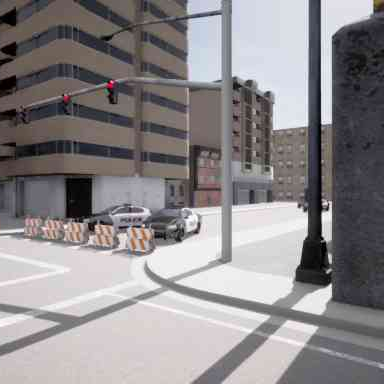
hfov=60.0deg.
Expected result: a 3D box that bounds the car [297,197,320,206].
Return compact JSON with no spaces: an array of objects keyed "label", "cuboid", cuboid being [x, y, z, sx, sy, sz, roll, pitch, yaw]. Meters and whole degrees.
[{"label":"car","cuboid":[16.564,1.295,47.289,1.853,1.218,4.536,0,0,36]}]

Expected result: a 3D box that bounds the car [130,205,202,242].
[{"label":"car","cuboid":[-0.949,1.453,16.553,2.038,1.542,4.974,0,0,16]}]

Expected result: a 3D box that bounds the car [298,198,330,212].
[{"label":"car","cuboid":[14.326,1.453,38.329,2.038,1.542,4.974,0,0,36]}]

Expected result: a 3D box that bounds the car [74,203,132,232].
[{"label":"car","cuboid":[-4.142,1.453,19.238,4.974,1.542,2.038,0,0,-29]}]

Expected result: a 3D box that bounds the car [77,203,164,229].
[{"label":"car","cuboid":[-4.097,1.295,19.264,4.536,1.218,1.853,0,0,-29]}]

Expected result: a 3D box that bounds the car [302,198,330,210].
[{"label":"car","cuboid":[14.356,1.295,38.371,1.853,1.218,4.536,0,0,36]}]

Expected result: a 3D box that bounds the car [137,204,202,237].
[{"label":"car","cuboid":[-0.936,1.295,16.603,1.853,1.218,4.536,0,0,16]}]
